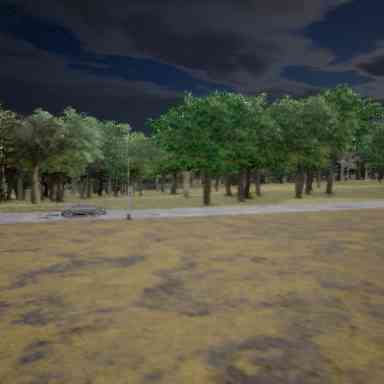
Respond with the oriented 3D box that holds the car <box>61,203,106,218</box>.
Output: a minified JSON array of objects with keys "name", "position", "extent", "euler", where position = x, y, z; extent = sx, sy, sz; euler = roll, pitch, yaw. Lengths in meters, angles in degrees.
[{"name":"car","position":[-10.552,1.726,32.415],"extent":[4.181,1.385,1.994],"euler":[0,1,-20]}]
